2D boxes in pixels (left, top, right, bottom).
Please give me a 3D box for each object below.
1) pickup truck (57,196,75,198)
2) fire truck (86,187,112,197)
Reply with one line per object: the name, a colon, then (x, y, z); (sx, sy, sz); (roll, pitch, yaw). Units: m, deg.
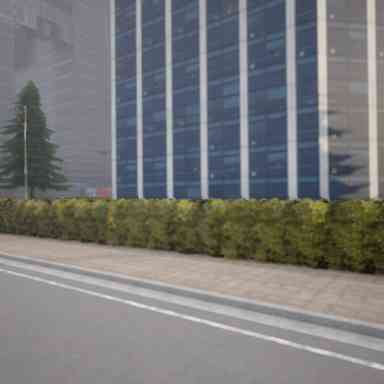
pickup truck: (-25.910, 1.855, 69.232); (6.274, 2.098, 2.390); (0, 0, -24)
fire truck: (-15.413, 0.959, 61.384); (2.891, 3.827, 8.468); (-1, -1, 35)
